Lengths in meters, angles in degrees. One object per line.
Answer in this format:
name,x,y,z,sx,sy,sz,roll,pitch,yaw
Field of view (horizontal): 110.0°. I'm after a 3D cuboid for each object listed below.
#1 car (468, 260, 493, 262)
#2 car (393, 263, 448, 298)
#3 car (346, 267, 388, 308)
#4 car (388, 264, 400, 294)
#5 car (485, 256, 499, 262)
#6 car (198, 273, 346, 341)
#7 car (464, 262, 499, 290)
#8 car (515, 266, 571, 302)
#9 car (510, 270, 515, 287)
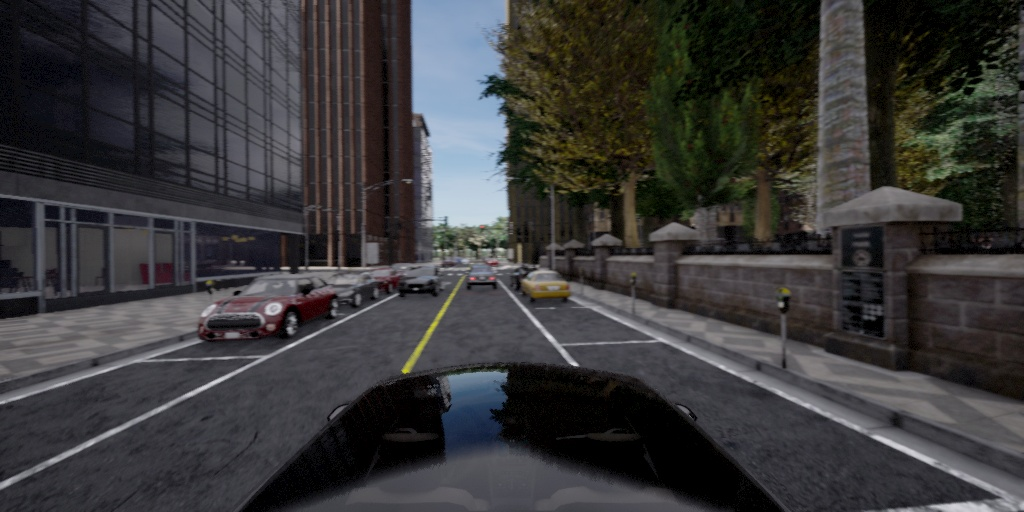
car,-2.989,1.350,33.074,1.895,1.301,4.718,-1,0,-6
car,-4.728,1.296,19.149,1.837,1.490,4.892,-1,0,-6
car,-7.044,1.378,15.515,2.007,1.370,4.403,0,0,-6
car,-7.578,1.373,20.946,1.888,1.381,4.507,0,0,-6
car,-3.291,1.160,64.458,1.967,1.591,4.097,0,0,-6
car,-6.509,1.267,10.084,1.967,1.591,4.097,0,0,-6
car,-1.916,1.295,22.849,2.033,1.411,5.357,-1,0,-5
car,1.423,1.235,16.521,1.751,1.417,4.829,0,0,-6
car,0.906,1.276,21.782,1.948,1.339,4.313,0,0,-6
